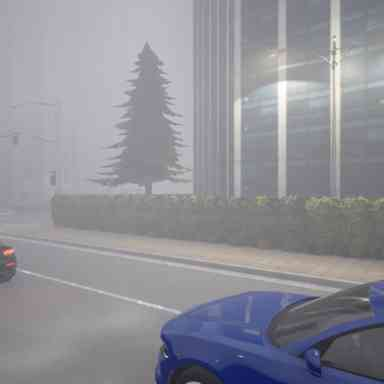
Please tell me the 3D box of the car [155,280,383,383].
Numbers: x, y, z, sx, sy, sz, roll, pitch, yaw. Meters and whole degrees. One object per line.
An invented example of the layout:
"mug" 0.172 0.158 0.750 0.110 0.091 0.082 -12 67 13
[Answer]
"car" 1.923 1.478 2.622 5.008 1.535 1.882 0 0 36

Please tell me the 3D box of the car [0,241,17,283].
"car" -6.203 1.525 8.376 4.674 1.442 1.812 0 0 36

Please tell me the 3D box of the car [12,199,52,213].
"car" -17.212 1.544 37.467 2.033 1.411 5.357 0 0 36
